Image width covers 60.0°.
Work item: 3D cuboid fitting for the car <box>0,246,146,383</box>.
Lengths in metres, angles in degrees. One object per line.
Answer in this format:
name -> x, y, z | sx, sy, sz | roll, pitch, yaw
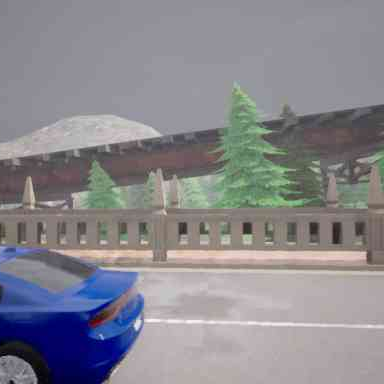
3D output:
car -> -3.139, 1.479, 4.327 | 5.008, 1.535, 1.882 | 0, 0, 5
